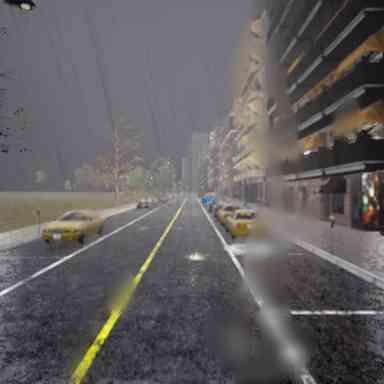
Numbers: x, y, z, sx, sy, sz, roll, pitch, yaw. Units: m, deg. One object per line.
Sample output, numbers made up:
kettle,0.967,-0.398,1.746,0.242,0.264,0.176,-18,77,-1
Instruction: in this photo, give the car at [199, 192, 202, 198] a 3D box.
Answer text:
car,2.560,1.210,55.850,1.947,1.339,4.313,1,0,0

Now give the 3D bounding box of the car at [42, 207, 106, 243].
car,-5.310,1.425,15.485,1.752,1.417,4.829,1,0,0

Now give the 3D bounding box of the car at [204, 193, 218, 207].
car,2.567,1.226,33.206,1.967,1.590,4.097,1,0,0

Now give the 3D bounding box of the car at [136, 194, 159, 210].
car,-5.316,1.305,38.271,2.008,1.369,4.403,1,0,0

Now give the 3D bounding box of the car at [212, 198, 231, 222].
car,2.569,1.383,22.055,1.752,1.417,4.829,1,0,0

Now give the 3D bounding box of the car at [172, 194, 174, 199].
car,-5.323,0.984,72.193,1.967,1.590,4.097,1,0,0

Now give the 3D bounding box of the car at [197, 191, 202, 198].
car,2.553,0.718,95.475,2.192,1.841,5.009,1,0,0

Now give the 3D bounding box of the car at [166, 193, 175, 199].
car,-5.327,1.020,83.501,1.887,1.381,4.507,1,0,0

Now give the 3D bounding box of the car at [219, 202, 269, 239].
car,2.570,1.419,16.394,1.752,1.417,4.829,1,0,0

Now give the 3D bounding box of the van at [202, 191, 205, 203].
van,2.565,1.056,44.527,1.690,1.788,3.998,1,0,0

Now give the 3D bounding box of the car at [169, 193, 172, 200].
car,-5.322,1.179,60.886,1.947,1.339,4.313,1,0,0

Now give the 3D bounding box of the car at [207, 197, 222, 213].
car,2.567,1.373,27.546,2.008,1.369,4.403,1,0,0

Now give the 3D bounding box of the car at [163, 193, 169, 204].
car,-5.319,1.088,55.231,1.967,1.590,4.097,1,0,0

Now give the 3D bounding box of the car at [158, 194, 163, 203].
car,-5.317,1.270,43.924,2.008,1.369,4.403,1,0,0
